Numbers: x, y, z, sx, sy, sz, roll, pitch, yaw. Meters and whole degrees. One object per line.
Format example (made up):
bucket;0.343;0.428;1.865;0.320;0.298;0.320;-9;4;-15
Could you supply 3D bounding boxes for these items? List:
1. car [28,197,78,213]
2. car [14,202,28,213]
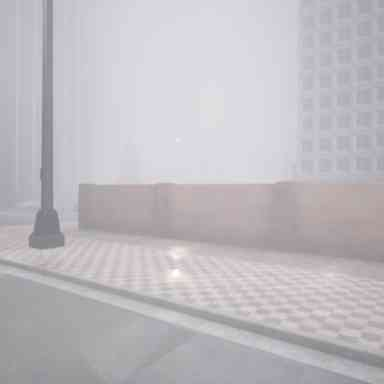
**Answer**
car;-12.942;1.325;32.349;1.812;1.442;4.674;0;0;35
car;-15.798;1.301;34.372;1.812;1.442;4.674;0;0;35
